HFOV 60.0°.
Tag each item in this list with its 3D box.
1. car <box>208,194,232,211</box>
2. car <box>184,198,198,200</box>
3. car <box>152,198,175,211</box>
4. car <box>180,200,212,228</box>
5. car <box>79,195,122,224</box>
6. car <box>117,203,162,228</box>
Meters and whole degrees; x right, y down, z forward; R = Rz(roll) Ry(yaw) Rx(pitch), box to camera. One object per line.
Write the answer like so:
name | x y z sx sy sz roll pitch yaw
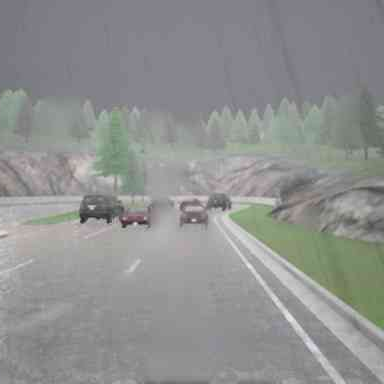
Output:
car | 3.508 1.233 41.673 2.150 2.045 5.566 0 -1 17
car | -0.008 1.493 41.962 1.882 1.535 5.008 0 0 16
car | -3.606 1.520 42.025 1.837 1.490 4.892 0 0 15
car | 0.165 1.534 22.276 1.812 1.442 4.674 0 0 1
car | -6.727 1.229 25.236 2.150 2.045 5.566 0 0 1
car | -3.349 1.609 22.117 1.895 1.301 4.718 0 0 1
